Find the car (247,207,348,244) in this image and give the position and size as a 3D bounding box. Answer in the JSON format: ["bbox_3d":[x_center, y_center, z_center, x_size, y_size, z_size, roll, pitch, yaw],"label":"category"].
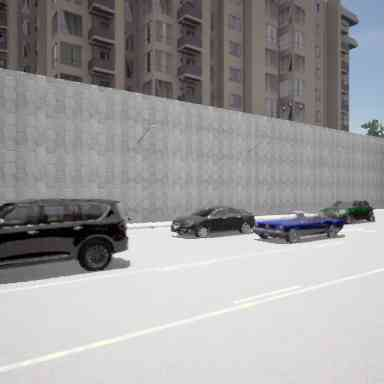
[{"bbox_3d":[5.153,1.600,15.989,4.718,1.301,1.895,0,0,-34],"label":"car"}]

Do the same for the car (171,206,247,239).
[{"bbox_3d":[1.195,1.505,17.526,4.892,1.490,1.837,0,0,-34],"label":"car"}]

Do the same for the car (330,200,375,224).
[{"bbox_3d":[11.406,1.351,24.505,4.553,1.767,2.097,0,0,-34],"label":"car"}]

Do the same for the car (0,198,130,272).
[{"bbox_3d":[-4.531,1.220,9.351,5.566,2.045,2.150,0,0,-34],"label":"car"}]
